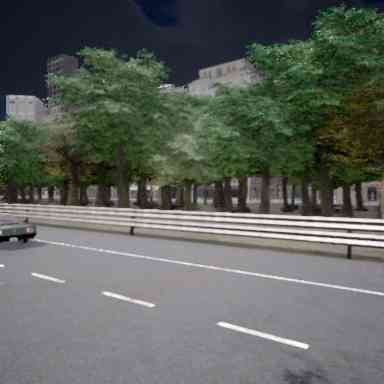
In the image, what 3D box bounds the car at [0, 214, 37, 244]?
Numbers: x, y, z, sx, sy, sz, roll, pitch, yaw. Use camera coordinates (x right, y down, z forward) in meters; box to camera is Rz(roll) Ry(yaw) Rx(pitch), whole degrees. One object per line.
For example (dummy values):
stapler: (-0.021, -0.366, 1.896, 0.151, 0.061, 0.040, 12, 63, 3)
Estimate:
car: (-8.883, 1.603, 14.519, 4.718, 1.301, 1.895, 0, 0, 36)
